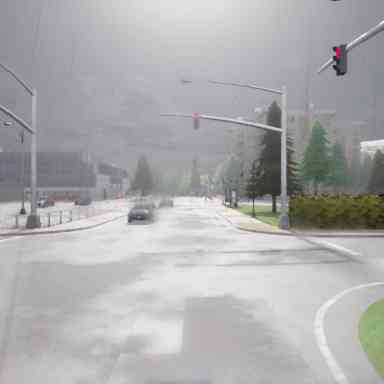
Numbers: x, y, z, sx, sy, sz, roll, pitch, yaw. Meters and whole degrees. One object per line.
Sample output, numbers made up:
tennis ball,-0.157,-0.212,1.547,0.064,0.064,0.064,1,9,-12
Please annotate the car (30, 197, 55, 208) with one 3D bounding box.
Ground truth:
car,-20.482,1.384,45.687,1.970,1.475,3.806,0,0,0

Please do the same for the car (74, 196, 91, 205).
car,-17.425,1.374,53.076,1.845,1.501,3.633,0,0,0

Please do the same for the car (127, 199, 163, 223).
car,-3.611,1.505,25.224,1.837,1.490,4.892,0,0,1

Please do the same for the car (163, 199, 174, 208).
car,-3.548,1.601,46.913,1.895,1.301,4.718,0,0,0
